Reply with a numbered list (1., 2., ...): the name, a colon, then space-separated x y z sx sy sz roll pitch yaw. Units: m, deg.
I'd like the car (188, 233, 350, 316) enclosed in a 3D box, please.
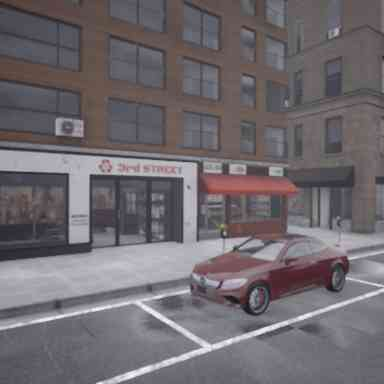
1. car: 1.896 1.616 7.503 4.206 1.307 1.802 0 0 -35
